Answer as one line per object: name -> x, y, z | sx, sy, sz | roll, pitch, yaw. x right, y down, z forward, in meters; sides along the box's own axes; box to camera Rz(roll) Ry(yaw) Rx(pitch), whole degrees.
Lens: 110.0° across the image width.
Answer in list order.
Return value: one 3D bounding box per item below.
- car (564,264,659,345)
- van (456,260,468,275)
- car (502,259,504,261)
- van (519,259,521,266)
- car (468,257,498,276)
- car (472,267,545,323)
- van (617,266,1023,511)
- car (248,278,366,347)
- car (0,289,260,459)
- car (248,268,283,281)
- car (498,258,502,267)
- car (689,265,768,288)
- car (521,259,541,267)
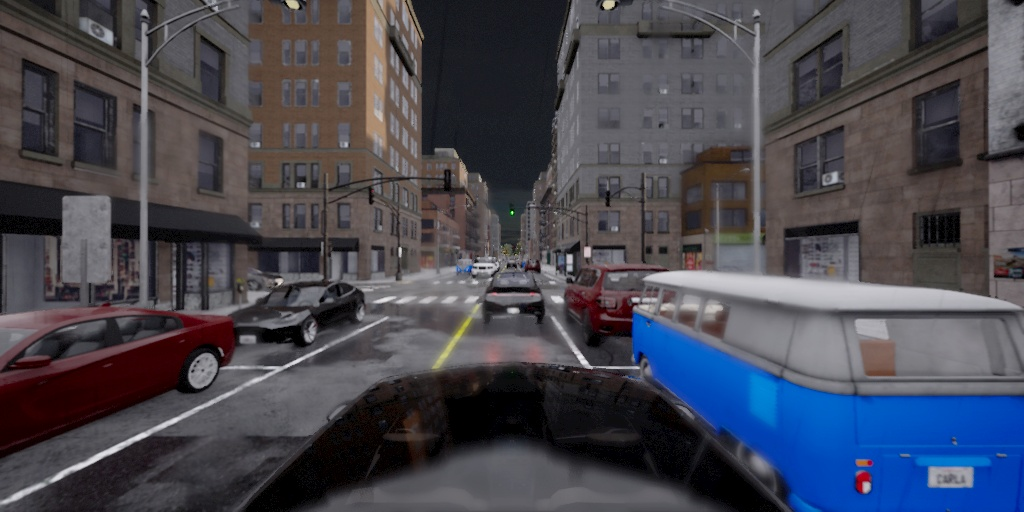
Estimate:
car -> 2.636, 1.105, 9.516 | 2.192, 1.841, 5.009 | 0, 0, 0
van -> -5.435, 1.294, 41.473 | 1.690, 1.789, 3.998 | 0, 0, 0
car -> -2.876, 1.529, 58.264 | 2.128, 1.511, 4.902 | 0, 0, 0
van -> 2.645, 1.403, 63.105 | 1.690, 1.789, 3.998 | 0, 0, 0
car -> -2.877, 1.153, 37.182 | 2.150, 2.045, 5.566 | 0, 0, 0
car -> 0.055, 1.298, 12.295 | 2.128, 1.511, 4.902 | 0, 0, 0
van -> 2.640, 1.103, 4.004 | 1.690, 1.789, 3.998 | 0, 0, 0
car -> -5.390, 1.356, 9.509 | 1.948, 1.339, 4.313 | 0, 0, 0
car -> -5.385, 1.307, 3.999 | 1.888, 1.381, 4.507 | 0, 0, 0
car -> -16.257, 1.406, 21.374 | 4.902, 1.511, 2.128 | 0, 0, 0
car -> -2.883, 1.207, 47.884 | 2.150, 2.045, 5.566 | 0, 0, 0
car -> 14.641, 1.361, 24.401 | 4.181, 1.385, 1.994 | 0, 0, 0
car -> 2.673, 1.295, 46.887 | 2.192, 1.841, 5.009 | 0, 0, 0
